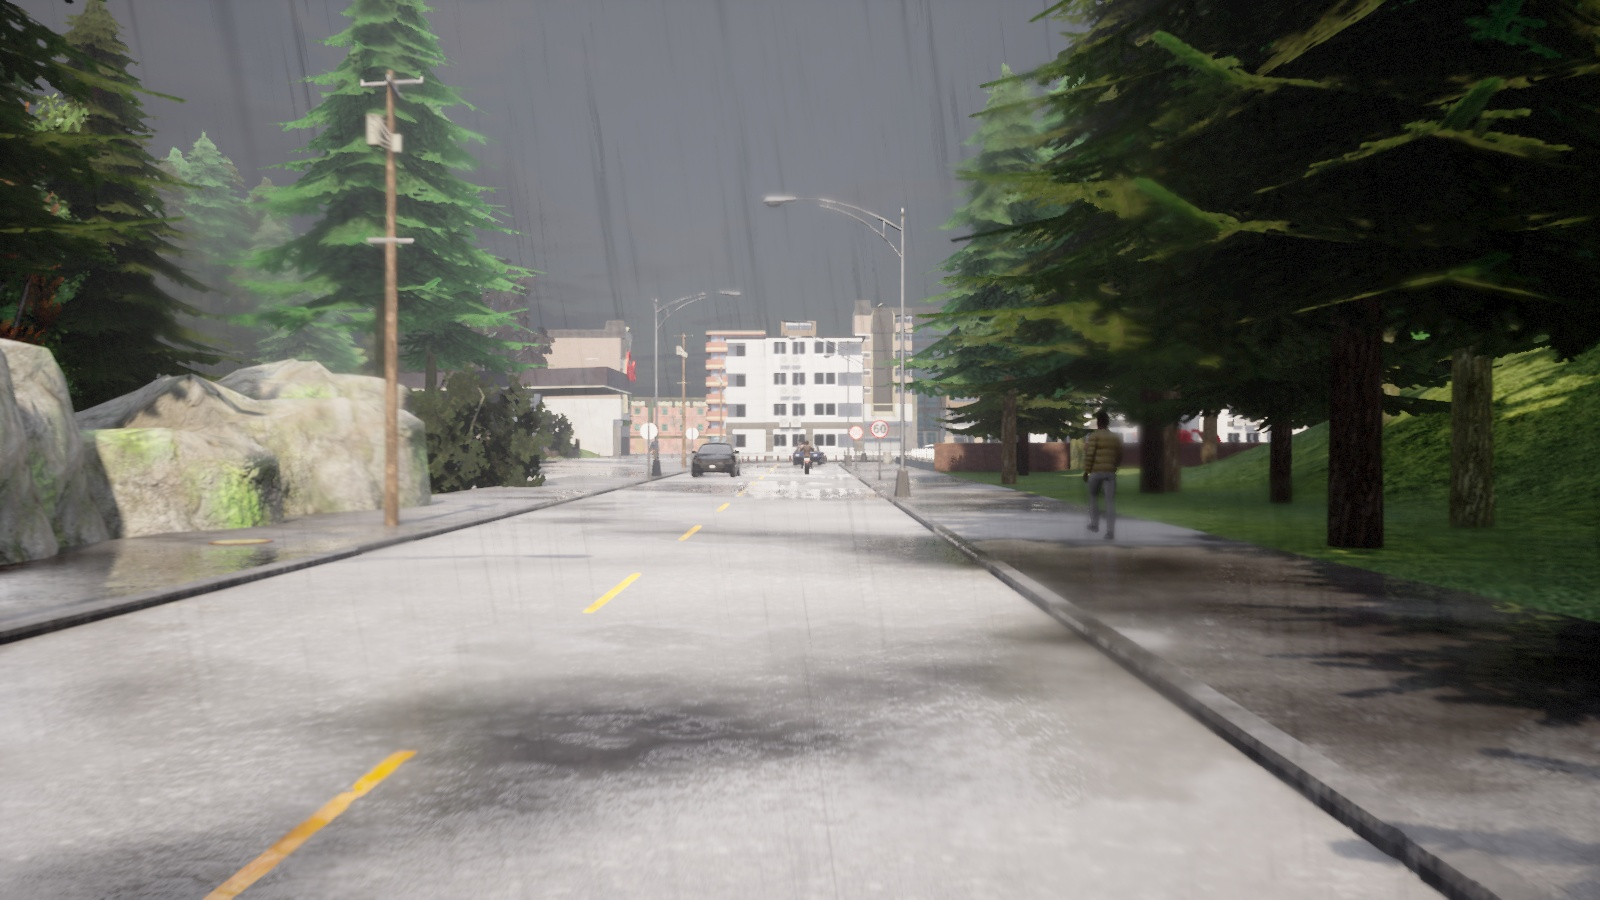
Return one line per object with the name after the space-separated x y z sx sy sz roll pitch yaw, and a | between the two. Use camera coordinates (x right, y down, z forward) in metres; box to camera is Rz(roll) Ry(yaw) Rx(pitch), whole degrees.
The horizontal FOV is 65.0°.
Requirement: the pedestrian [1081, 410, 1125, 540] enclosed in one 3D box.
4.367 0.358 18.118 0.431 1.840 0.709 0 0 -3 | pedestrian

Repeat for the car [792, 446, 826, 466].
0.662 0.367 85.387 1.895 1.301 4.718 0 0 6 | car

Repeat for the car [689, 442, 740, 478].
-3.688 0.410 55.124 1.882 1.535 5.008 0 0 0 | car
